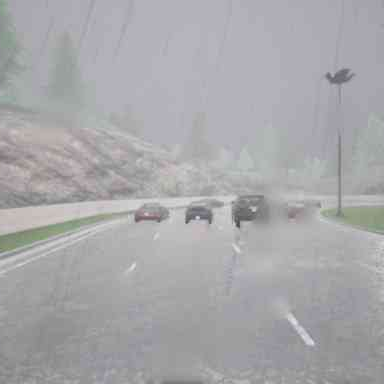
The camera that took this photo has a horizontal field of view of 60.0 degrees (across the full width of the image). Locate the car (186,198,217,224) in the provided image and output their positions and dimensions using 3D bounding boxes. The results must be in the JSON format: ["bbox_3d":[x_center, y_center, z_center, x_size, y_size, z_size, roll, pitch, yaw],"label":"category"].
[{"bbox_3d":[0.655,1.444,24.477,1.837,1.490,4.892,0,0,7],"label":"car"}]

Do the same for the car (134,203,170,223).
[{"bbox_3d":[-2.938,1.501,25.114,1.994,1.385,4.181,0,0,6],"label":"car"}]

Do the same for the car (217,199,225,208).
[{"bbox_3d":[2.373,1.442,42.153,2.033,1.411,5.357,0,0,28],"label":"car"}]

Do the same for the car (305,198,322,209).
[{"bbox_3d":[14.851,1.460,41.761,1.994,1.385,4.181,0,0,35],"label":"car"}]

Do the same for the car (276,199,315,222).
[{"bbox_3d":[7.852,1.462,25.582,1.812,1.442,4.674,0,0,9],"label":"car"}]

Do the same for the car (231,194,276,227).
[{"bbox_3d":[3.883,1.165,22.289,2.150,2.045,5.566,0,0,4],"label":"car"}]

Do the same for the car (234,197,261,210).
[{"bbox_3d":[7.172,1.419,42.778,1.812,1.442,4.674,0,0,31],"label":"car"}]

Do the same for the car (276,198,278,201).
[{"bbox_3d":[9.986,1.445,41.114,2.033,1.411,5.357,0,0,32],"label":"car"}]
